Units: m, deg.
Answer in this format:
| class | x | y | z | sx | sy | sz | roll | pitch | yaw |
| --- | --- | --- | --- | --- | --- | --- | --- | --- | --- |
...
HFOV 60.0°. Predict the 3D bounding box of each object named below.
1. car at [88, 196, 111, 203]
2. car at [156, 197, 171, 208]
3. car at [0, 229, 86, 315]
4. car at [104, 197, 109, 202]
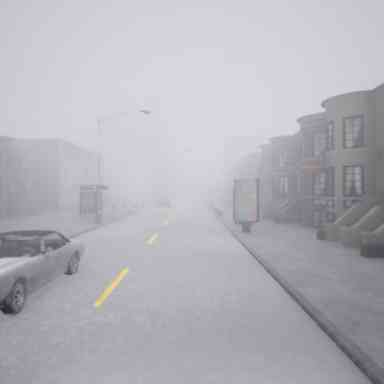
| class | x | y | z | sx | sy | sz | roll | pitch | yaw |
| --- | --- | --- | --- | --- | --- | --- | --- | --- | --- |
| car | -19.447 | 1.486 | 69.801 | 4.193 | 1.474 | 1.816 | 0 | 0 | 10 |
| car | -4.062 | 1.526 | 48.574 | 1.882 | 1.535 | 5.008 | 0 | 0 | 0 |
| car | -4.098 | 1.609 | 7.692 | 1.895 | 1.301 | 4.718 | 0 | 0 | 0 |
| car | -19.303 | 1.415 | 66.850 | 4.611 | 1.667 | 2.242 | 0 | 0 | 10 |
